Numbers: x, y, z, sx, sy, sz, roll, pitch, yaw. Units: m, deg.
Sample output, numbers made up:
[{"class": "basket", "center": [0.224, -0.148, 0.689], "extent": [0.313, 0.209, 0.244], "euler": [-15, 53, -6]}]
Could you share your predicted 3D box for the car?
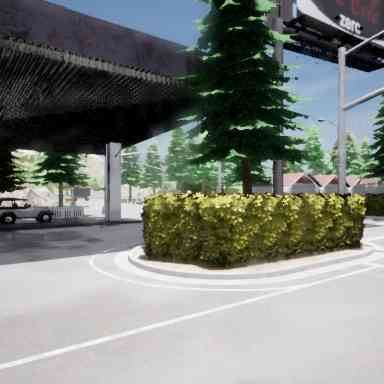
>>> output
[{"class": "car", "center": [-11.918, 1.313, 23.516], "extent": [3.866, 1.878, 1.905], "euler": [0, 0, -36]}]
